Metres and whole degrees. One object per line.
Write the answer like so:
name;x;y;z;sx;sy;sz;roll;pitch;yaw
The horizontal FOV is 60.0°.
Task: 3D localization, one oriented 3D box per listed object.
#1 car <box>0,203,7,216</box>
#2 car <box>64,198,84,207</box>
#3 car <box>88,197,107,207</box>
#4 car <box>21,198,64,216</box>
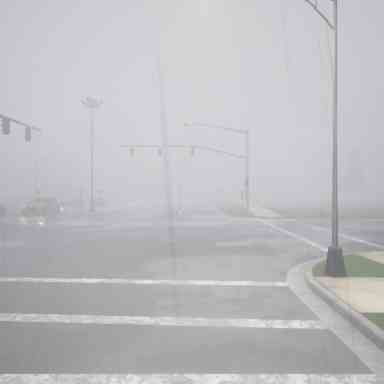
car;-18.247;1.525;29.356;1.812;1.442;4.674;0;0;1
car;-17.928;1.547;50.093;2.033;1.411;5.357;0;0;1
car;-14.412;1.504;50.878;1.837;1.490;4.892;0;0;1
car;-14.699;1.351;32.529;2.097;1.767;4.553;0;0;1
